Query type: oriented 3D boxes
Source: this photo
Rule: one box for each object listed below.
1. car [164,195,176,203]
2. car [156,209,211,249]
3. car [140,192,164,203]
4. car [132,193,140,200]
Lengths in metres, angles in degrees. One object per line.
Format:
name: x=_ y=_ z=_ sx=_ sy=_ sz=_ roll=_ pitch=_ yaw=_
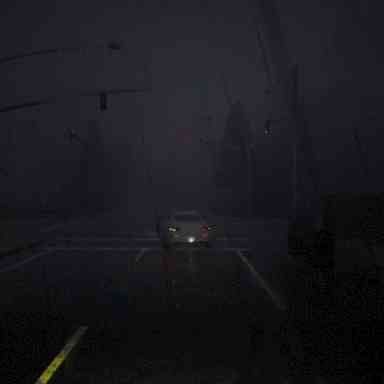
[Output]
car: x=-4.682 y=1.249 z=62.734 sx=2.033 sy=1.411 sz=5.357 roll=0 pitch=0 yaw=-23
car: x=-0.408 y=1.457 z=14.166 sx=1.812 sy=1.442 sz=4.674 roll=0 pitch=0 yaw=-10
car: x=-7.151 y=0.940 z=59.103 sx=2.150 sy=2.045 sz=5.566 roll=0 pitch=0 yaw=-19
car: x=-12.654 y=1.072 z=75.875 sx=5.008 sy=1.535 sz=1.882 roll=0 pitch=0 yaw=42
